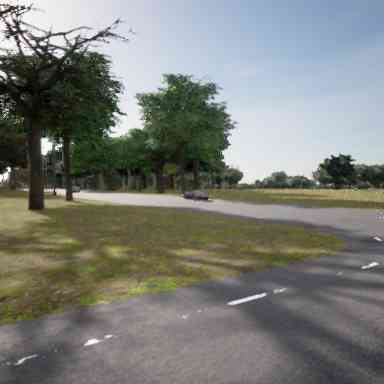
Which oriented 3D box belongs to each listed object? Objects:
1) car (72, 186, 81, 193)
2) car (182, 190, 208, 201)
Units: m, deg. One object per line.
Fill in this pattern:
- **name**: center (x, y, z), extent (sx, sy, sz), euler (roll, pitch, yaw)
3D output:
- **car**: center (-26.509, -0.655, 75.334), extent (2.097, 1.767, 4.553), euler (-2, 2, -28)
- **car**: center (0.360, 0.431, 45.740), extent (1.994, 1.385, 4.181), euler (-2, 3, -35)
